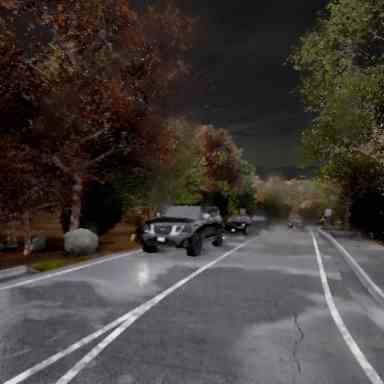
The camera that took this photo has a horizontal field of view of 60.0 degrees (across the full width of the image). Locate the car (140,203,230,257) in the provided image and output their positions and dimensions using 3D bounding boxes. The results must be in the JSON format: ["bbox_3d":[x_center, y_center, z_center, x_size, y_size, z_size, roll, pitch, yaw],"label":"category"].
[{"bbox_3d":[-0.176,1.490,14.611,2.150,2.045,5.566,1,-3,20],"label":"car"}]

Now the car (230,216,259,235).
[{"bbox_3d":[3.636,2.544,25.628,1.895,1.301,4.718,1,-4,19],"label":"car"}]

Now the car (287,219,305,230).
[{"bbox_3d":[13.368,4.202,42.958,1.895,1.301,4.718,1,-5,19],"label":"car"}]

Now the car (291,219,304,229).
[{"bbox_3d":[16.640,4.966,52.425,1.812,1.442,4.674,1,-5,20],"label":"car"}]

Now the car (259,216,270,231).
[{"bbox_3d":[7.264,3.329,36.123,1.882,1.535,5.008,1,-5,20],"label":"car"}]
